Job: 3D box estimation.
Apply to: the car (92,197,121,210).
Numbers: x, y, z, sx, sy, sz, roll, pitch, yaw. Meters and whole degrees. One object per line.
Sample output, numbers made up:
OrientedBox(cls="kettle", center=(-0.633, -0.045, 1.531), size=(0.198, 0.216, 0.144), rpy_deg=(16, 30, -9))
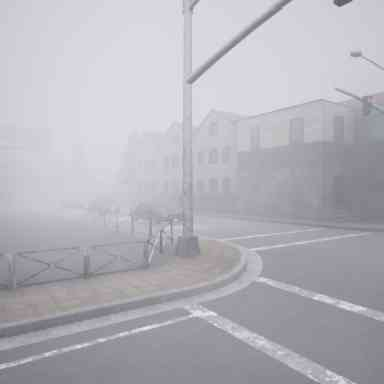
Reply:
OrientedBox(cls="car", center=(-10.471, 1.328, 40.464), size=(1.837, 1.490, 4.892), rpy_deg=(0, 0, -35))

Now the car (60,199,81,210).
OrientedBox(cls="car", center=(-14.103, 1.425, 39.278), size=(1.895, 1.301, 4.718), rpy_deg=(0, 0, -35))

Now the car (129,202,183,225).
OrientedBox(cls="car", center=(-2.538, 1.371, 22.887), size=(2.033, 1.411, 5.357), rpy_deg=(0, 0, -35))

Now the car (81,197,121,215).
OrientedBox(cls="car", center=(-8.283, 1.315, 31.006), size=(2.128, 1.511, 4.902), rpy_deg=(0, 0, -35))
